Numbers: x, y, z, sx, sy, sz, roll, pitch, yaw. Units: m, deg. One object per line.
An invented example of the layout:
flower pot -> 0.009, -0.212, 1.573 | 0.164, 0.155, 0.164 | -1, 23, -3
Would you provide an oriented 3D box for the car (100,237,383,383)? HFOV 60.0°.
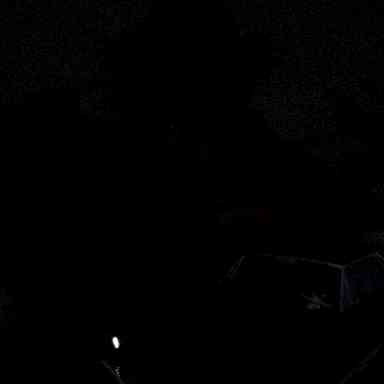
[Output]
car -> 1.329, 1.380, 4.198 | 4.718, 1.301, 1.895 | -7, 2, -40
